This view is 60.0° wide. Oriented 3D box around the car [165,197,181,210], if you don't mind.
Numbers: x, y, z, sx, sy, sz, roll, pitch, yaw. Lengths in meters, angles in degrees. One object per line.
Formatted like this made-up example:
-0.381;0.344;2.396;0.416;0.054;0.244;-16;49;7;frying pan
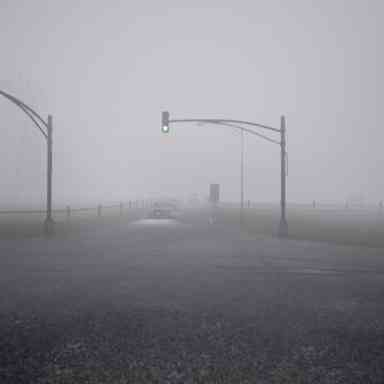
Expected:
-2.684;1.467;39.246;1.882;1.535;5.008;0;0;1;car

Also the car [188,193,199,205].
0.255;1.470;59.571;1.882;1.535;5.008;0;0;0;car

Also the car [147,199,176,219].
-2.736;1.555;29.055;1.994;1.385;4.181;0;0;1;car
